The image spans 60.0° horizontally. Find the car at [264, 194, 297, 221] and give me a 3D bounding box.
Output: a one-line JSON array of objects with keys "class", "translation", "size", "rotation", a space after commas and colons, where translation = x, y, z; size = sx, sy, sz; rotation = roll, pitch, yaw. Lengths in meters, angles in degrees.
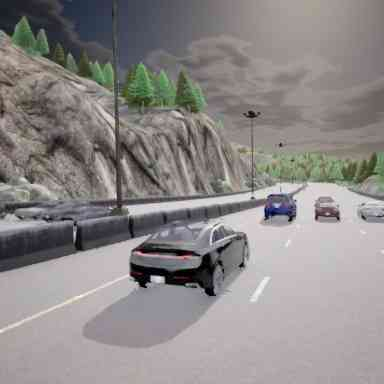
[{"class": "car", "translation": [7.274, 1.171, 27.154], "size": [2.150, 2.045, 5.566], "rotation": [0, 0, 21]}]

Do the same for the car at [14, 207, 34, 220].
[{"class": "car", "translation": [-11.810, 1.544, 26.815], "size": [1.895, 1.301, 4.718], "rotation": [0, 0, 21]}]

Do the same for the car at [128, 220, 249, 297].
[{"class": "car", "translation": [0.209, 1.474, 8.714], "size": [2.128, 1.511, 4.902], "rotation": [0, 0, 21]}]

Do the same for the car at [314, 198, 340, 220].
[{"class": "car", "translation": [11.088, 1.476, 27.349], "size": [1.812, 1.442, 4.674], "rotation": [0, 0, 21]}]

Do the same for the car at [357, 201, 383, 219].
[{"class": "car", "translation": [14.971, 1.477, 27.684], "size": [1.812, 1.442, 4.674], "rotation": [0, 0, 21]}]

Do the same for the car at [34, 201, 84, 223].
[{"class": "car", "translation": [-8.880, 1.453, 24.677], "size": [1.837, 1.490, 4.892], "rotation": [0, 0, 21]}]

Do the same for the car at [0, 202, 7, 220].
[{"class": "car", "translation": [-16.325, 1.297, 24.808], "size": [2.097, 1.767, 4.553], "rotation": [0, 0, 21]}]

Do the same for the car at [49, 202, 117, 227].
[{"class": "car", "translation": [-6.542, 1.520, 20.996], "size": [1.994, 1.385, 4.181], "rotation": [0, 0, 21]}]
